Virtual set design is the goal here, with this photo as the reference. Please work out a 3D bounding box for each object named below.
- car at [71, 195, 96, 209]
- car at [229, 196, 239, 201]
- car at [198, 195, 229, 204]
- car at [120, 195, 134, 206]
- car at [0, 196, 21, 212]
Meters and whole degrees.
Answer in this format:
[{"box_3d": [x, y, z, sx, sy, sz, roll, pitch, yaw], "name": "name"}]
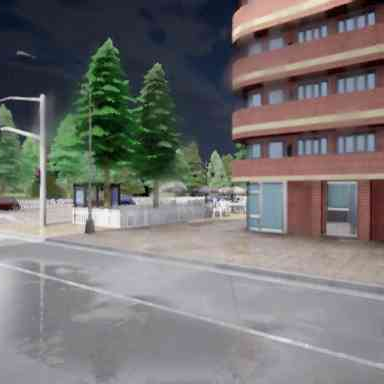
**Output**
[{"box_3d": [-11.749, 1.178, 38.783, 2.097, 1.767, 4.553, 0, 0, 36], "name": "car"}, {"box_3d": [6.748, 1.395, 62.075, 4.181, 1.385, 1.994, 0, 0, -28], "name": "car"}, {"box_3d": [3.316, 1.311, 55.789, 5.008, 1.535, 1.882, 0, 0, -35], "name": "car"}, {"box_3d": [-10.335, 1.164, 46.544, 2.097, 1.767, 4.553, 0, 0, 38], "name": "car"}, {"box_3d": [-19.888, 1.163, 33.431, 2.097, 1.767, 4.553, 0, 0, 36], "name": "car"}]
